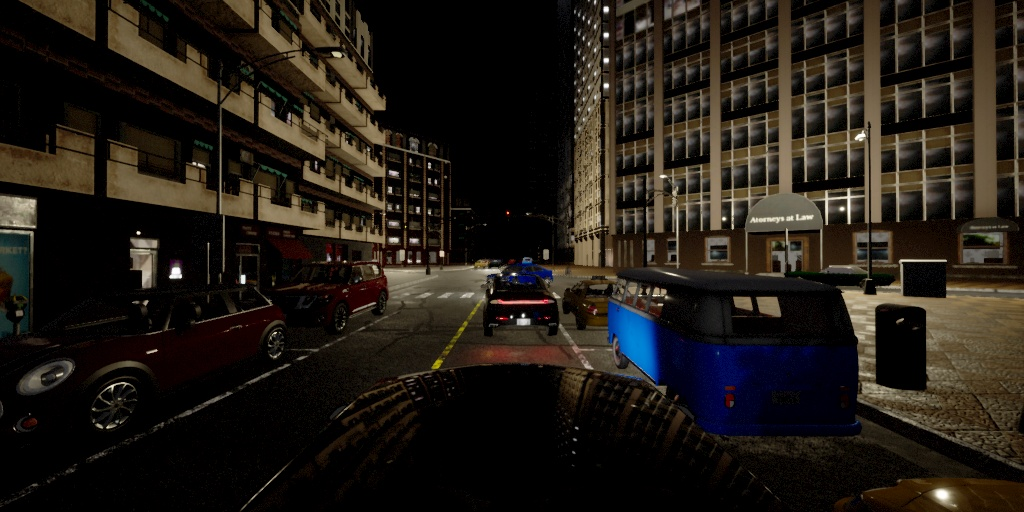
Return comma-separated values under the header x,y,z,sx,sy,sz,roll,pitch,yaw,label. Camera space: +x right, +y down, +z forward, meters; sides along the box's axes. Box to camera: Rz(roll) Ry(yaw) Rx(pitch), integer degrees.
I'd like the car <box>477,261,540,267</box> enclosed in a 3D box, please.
x,y,z,sx,sy,sz,roll,pitch,yaw,label
0.509,1.238,21.822,1.882,1.535,5.008,0,0,41,car

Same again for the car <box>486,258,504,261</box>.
x,y,z,sx,sy,sz,roll,pitch,yaw,label
-2.803,1.425,58.826,1.895,1.301,4.718,0,0,2,car

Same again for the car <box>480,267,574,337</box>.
x,y,z,sx,sy,sz,roll,pitch,yaw,label
0.135,1.245,10.347,2.128,1.511,4.902,0,0,-3,car

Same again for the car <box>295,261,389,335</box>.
x,y,z,sx,sy,sz,roll,pitch,yaw,label
-5.312,1.068,10.737,2.192,1.841,5.009,0,0,0,car

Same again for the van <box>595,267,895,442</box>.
x,y,z,sx,sy,sz,roll,pitch,yaw,label
2.567,1.092,5.205,1.690,1.789,3.998,0,0,0,van

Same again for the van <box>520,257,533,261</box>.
x,y,z,sx,sy,sz,roll,pitch,yaw,label
2.580,1.167,59.735,1.690,1.789,3.998,0,0,0,van

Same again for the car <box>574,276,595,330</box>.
x,y,z,sx,sy,sz,roll,pitch,yaw,label
2.568,1.279,10.912,1.751,1.417,4.829,0,0,0,car

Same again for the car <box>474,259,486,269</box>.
x,y,z,sx,sy,sz,roll,pitch,yaw,label
-5.301,1.352,59.567,1.751,1.417,4.829,0,0,0,car

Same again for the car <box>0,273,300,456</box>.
x,y,z,sx,sy,sz,roll,pitch,yaw,label
-5.314,1.191,5.202,1.967,1.591,4.097,0,0,0,car

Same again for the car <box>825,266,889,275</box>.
x,y,z,sx,sy,sz,roll,pitch,yaw,label
18.313,1.194,20.455,4.718,1.301,1.895,-1,-1,41,car
